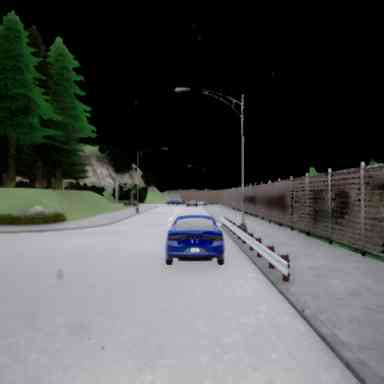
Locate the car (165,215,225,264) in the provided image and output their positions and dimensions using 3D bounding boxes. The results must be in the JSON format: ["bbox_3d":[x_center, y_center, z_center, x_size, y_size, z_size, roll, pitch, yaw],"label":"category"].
[{"bbox_3d":[0.097,1.581,12.262,1.882,1.535,5.008,0,0,0],"label":"car"}]

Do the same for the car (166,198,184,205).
[{"bbox_3d":[-3.511,2.121,71.652,4.674,1.442,1.812,0,-1,40],"label":"car"}]

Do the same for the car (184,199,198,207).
[{"bbox_3d":[-0.019,2.084,62.375,1.994,1.385,4.181,0,0,-4],"label":"car"}]
